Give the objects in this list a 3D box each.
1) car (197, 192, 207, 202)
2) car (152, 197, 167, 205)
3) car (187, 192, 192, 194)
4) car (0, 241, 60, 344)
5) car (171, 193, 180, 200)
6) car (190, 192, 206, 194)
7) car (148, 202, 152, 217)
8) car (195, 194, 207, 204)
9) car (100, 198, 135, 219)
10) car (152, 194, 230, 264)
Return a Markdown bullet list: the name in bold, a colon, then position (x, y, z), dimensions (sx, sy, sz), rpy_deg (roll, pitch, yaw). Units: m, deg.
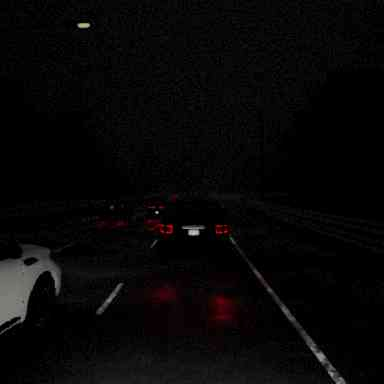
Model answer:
- **car**: position (2.251, 1.076, 75.567), dimensions (2.150, 2.045, 5.566), rpy_deg (0, 0, 2)
- **car**: position (-5.451, 1.490, 56.428), dimensions (1.895, 1.301, 4.718), rpy_deg (0, 0, 3)
- **car**: position (-1.190, 1.344, 77.270), dimensions (1.837, 1.490, 4.892), rpy_deg (0, 0, 2)
- **car**: position (-3.424, 1.219, 3.547), dimensions (2.150, 2.045, 5.566), rpy_deg (0, 0, 0)
- **car**: position (-4.367, 1.192, 89.828), dimensions (2.097, 1.767, 4.553), rpy_deg (0, 0, 1)
- **car**: position (1.136, 1.277, 47.672), dimensions (2.097, 1.767, 4.553), rpy_deg (0, 0, 2)
- **car**: position (-2.917, 1.478, 30.829), dimensions (1.837, 1.490, 4.892), rpy_deg (0, 0, 2)
- **car**: position (1.614, 1.238, 59.510), dimensions (2.097, 1.767, 4.553), rpy_deg (0, 0, 2)
- **car**: position (-6.462, 1.324, 29.296), dimensions (2.097, 1.767, 4.553), rpy_deg (0, 0, 2)
- **car**: position (0.084, 1.221, 11.962), dimensions (2.150, 2.045, 5.566), rpy_deg (0, 0, 1)
